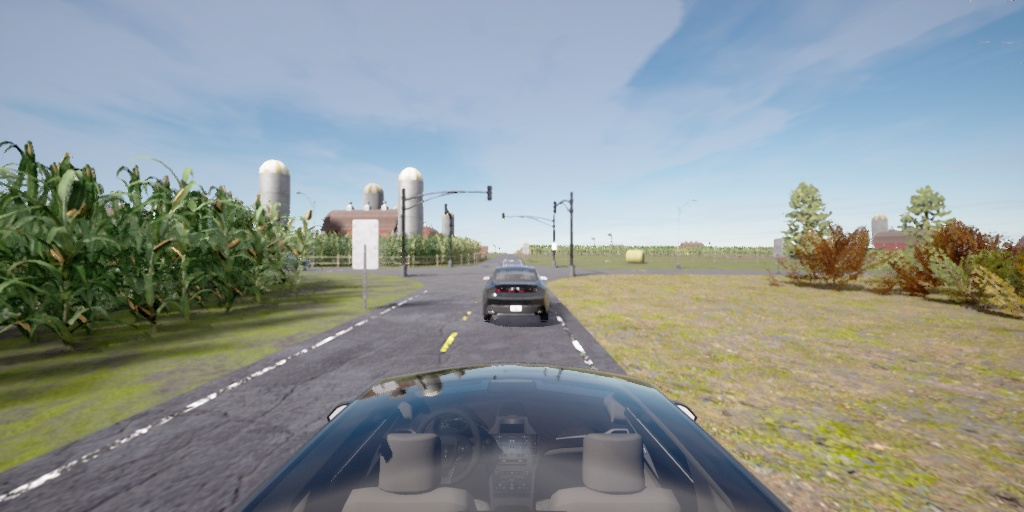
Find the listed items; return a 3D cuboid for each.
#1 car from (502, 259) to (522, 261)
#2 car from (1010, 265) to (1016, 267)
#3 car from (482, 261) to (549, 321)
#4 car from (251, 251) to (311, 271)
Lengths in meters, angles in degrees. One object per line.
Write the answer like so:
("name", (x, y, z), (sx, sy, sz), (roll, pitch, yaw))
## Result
("car", (0.015, 0.890, 25.526), (1.895, 1.301, 4.718), (0, 1, 0))
("car", (51.210, 1.116, 35.330), (4.181, 1.385, 1.994), (0, 0, -5))
("car", (0.101, 1.062, 11.540), (1.837, 1.490, 4.892), (0, 0, 0))
("car", (-19.694, 0.353, 30.496), (4.553, 1.767, 2.097), (0, 0, -3))
